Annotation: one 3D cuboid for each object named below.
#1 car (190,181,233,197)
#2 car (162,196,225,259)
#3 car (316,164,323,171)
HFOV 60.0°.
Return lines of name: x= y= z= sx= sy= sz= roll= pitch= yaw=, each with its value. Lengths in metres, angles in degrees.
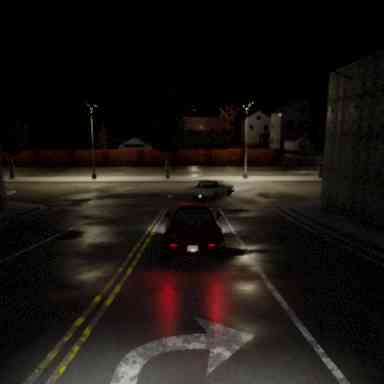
car: x=1.692 y=-0.242 z=26.703 sx=1.895 sy=1.301 sz=4.718 roll=5 pitch=9 yaw=28
car: x=0.054 y=1.162 z=11.148 sx=1.812 sy=1.442 sz=4.674 roll=0 pitch=4 yaw=1
car: x=19.353 y=-3.510 z=45.020 sx=5.008 sy=1.535 sz=1.882 roll=0 pitch=10 yaw=-1
